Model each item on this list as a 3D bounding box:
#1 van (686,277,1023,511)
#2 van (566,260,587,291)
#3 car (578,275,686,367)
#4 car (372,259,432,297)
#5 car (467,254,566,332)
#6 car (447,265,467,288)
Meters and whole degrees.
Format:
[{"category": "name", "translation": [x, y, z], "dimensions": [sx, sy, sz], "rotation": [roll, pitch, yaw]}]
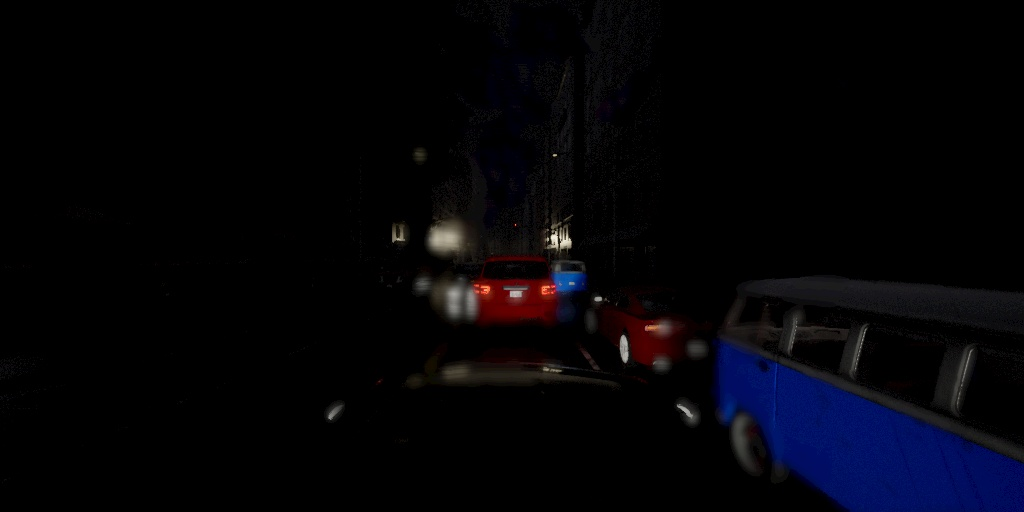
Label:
[{"category": "van", "translation": [2.856, 1.091, 2.089], "dimensions": [1.690, 1.789, 3.998], "rotation": [0, 0, 0]}, {"category": "van", "translation": [2.881, 1.086, 19.071], "dimensions": [1.690, 1.789, 3.998], "rotation": [0, 0, 0]}, {"category": "car", "translation": [2.864, 1.294, 7.750], "dimensions": [1.888, 1.381, 4.507], "rotation": [0, 0, 0]}, {"category": "car", "translation": [-5.644, 1.060, 19.043], "dimensions": [2.192, 1.841, 5.009], "rotation": [0, 0, 0]}, {"category": "car", "translation": [0.114, 0.970, 10.972], "dimensions": [2.150, 2.045, 5.566], "rotation": [0, 0, 0]}, {"category": "car", "translation": [-3.022, 1.307, 23.883], "dimensions": [1.994, 1.385, 4.181], "rotation": [0, 0, 1]}]
